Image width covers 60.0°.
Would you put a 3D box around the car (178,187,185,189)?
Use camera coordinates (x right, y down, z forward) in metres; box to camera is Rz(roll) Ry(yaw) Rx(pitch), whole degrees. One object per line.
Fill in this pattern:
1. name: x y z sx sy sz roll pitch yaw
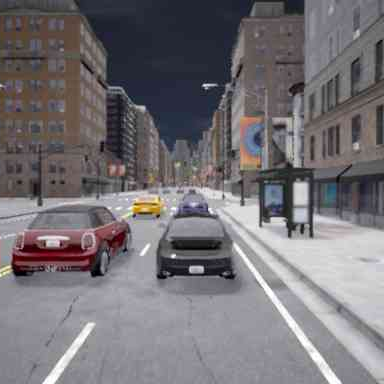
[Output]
1. car: -3.225 -0.244 89.540 1.895 1.301 4.718 0 1 0

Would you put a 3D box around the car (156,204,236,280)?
1. car: 0.091 1.312 9.276 1.837 1.490 4.892 0 1 0

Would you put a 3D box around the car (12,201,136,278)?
1. car: -3.154 1.151 9.685 2.097 1.767 4.553 0 1 0

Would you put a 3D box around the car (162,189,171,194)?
1. car: -6.477 -0.160 83.903 1.994 1.385 4.181 0 1 0

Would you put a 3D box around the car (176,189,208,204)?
1. car: 0.101 0.859 24.197 2.097 1.767 4.553 0 1 0

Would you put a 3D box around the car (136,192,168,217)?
1. car: -3.148 0.973 24.717 1.882 1.535 5.008 0 1 0

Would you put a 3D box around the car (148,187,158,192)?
1. car: -9.727 -0.358 83.929 2.097 1.767 4.553 0 1 0
